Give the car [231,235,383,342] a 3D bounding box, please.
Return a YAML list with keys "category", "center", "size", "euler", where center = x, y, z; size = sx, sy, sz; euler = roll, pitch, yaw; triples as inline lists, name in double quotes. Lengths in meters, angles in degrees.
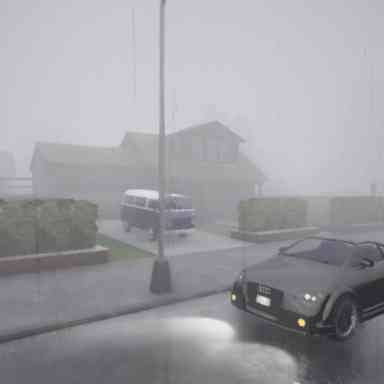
- category: "car"
  center: [2.770, 1.584, 6.563]
  size: [4.181, 1.385, 1.994]
  euler: [0, 0, -36]
